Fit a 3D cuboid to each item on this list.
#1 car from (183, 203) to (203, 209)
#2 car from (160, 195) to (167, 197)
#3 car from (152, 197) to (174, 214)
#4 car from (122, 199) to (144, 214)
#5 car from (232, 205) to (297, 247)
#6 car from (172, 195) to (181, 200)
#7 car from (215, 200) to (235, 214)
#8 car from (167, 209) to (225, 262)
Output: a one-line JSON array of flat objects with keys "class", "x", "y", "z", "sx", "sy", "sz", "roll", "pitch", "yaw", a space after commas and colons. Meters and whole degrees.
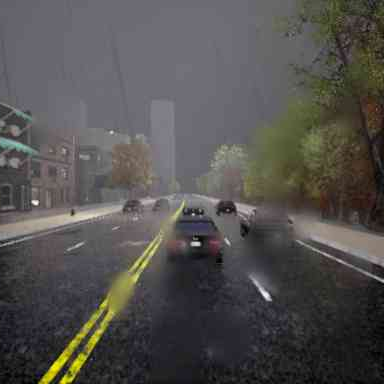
[{"class": "car", "x": 0.108, "y": 1.682, "z": 30.893, "sx": 1.895, "sy": 1.301, "sz": 4.718, "roll": 0, "pitch": 0, "yaw": 0}, {"class": "car", "x": -6.814, "y": 1.381, "z": 78.727, "sx": 1.882, "sy": 1.535, "sz": 5.008, "roll": 0, "pitch": 0, "yaw": -1}, {"class": "car", "x": -3.330, "y": 1.604, "z": 37.525, "sx": 1.837, "sy": 1.490, "sz": 4.892, "roll": 0, "pitch": 0, "yaw": 0}, {"class": "car", "x": -6.579, "y": 1.604, "z": 37.513, "sx": 1.837, "sy": 1.490, "sz": 4.892, "roll": 0, "pitch": 0, "yaw": 0}, {"class": "car", "x": 3.354, "y": 1.533, "z": 15.360, "sx": 2.128, "sy": 1.511, "sz": 4.902, "roll": 0, "pitch": 0, "yaw": 0}, {"class": "car", "x": -3.564, "y": 1.381, "z": 78.779, "sx": 1.882, "sy": 1.535, "sz": 5.008, "roll": 0, "pitch": 0, "yaw": -1}, {"class": "car", "x": 3.358, "y": 1.566, "z": 33.736, "sx": 1.882, "sy": 1.535, "sz": 5.008, "roll": 0, "pitch": 0, "yaw": 0}, {"class": "car", "x": 0.103, "y": 1.580, "z": 12.263, "sx": 2.033, "sy": 1.411, "sz": 5.357, "roll": 0, "pitch": 0, "yaw": 0}]
